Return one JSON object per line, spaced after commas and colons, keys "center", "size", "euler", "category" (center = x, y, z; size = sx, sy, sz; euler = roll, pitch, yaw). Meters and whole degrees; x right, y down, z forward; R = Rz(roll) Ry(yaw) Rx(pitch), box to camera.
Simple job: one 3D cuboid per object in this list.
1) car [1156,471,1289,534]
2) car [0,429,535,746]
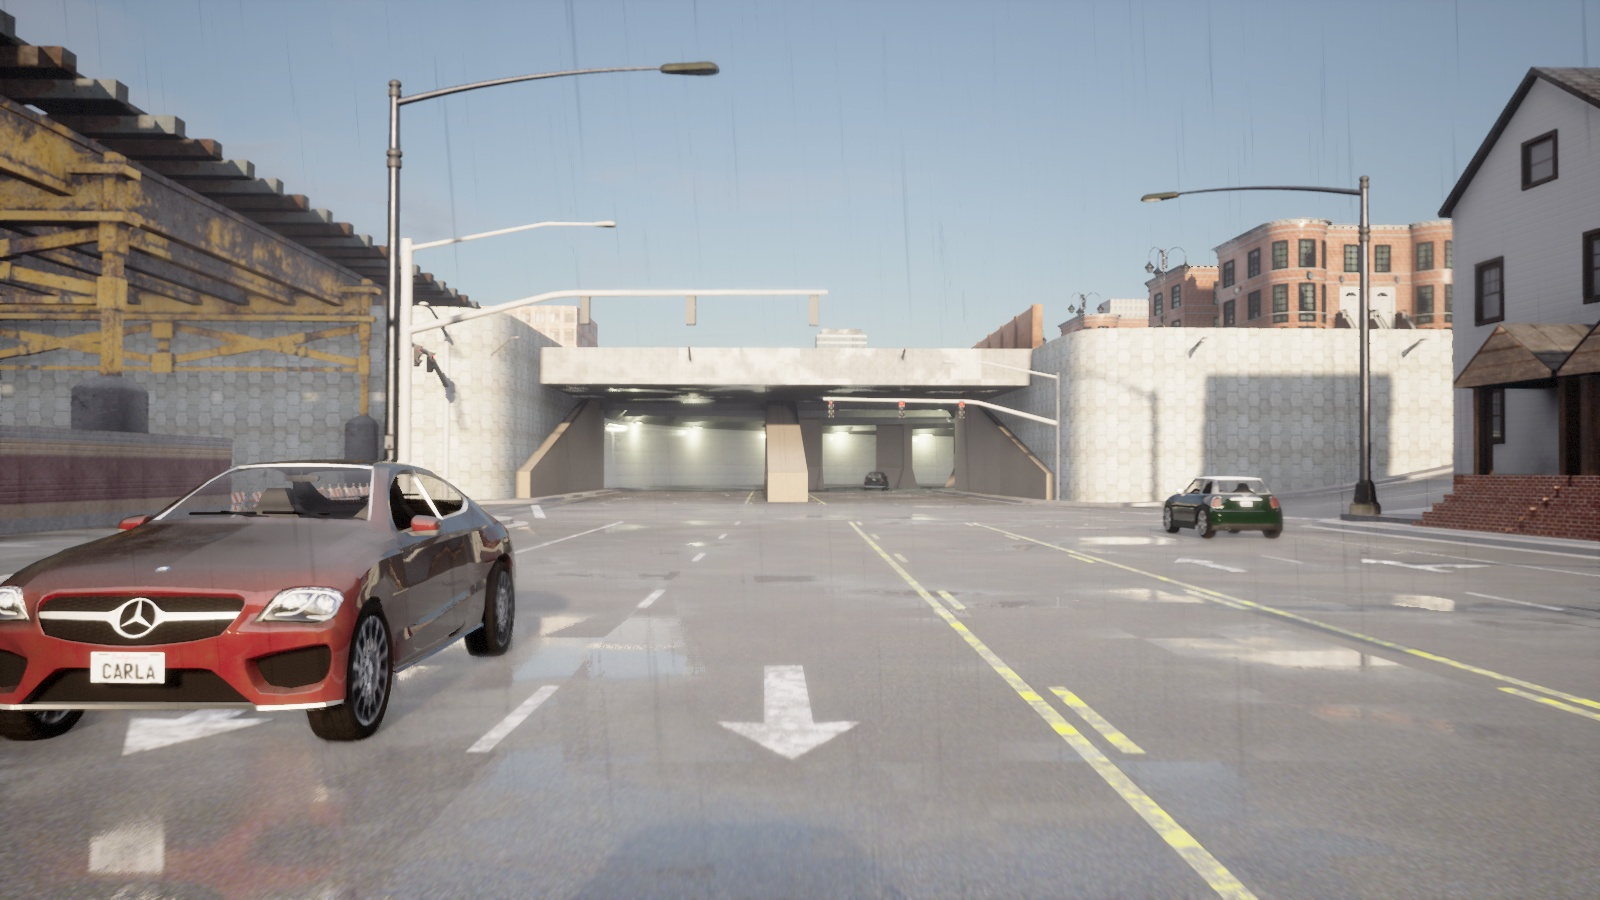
{"center": [10.456, 1.264, 31.375], "size": [1.970, 1.475, 3.806], "euler": [0, -1, -1], "category": "car"}
{"center": [-3.520, 0.760, 9.091], "size": [2.152, 1.651, 5.027], "euler": [0, -1, 0], "category": "car"}
